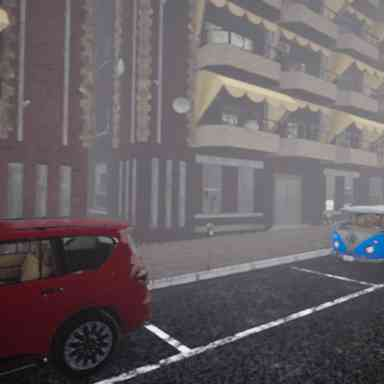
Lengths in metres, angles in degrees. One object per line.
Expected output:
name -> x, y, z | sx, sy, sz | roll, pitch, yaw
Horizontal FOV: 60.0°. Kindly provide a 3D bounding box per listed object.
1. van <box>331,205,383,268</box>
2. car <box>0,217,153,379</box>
van -> 6.071, 1.321, 10.494 | 3.998, 1.788, 1.690 | 0, 2, -36
car -> -2.880, 1.322, 4.001 | 5.009, 1.841, 2.192 | 0, 2, -36
